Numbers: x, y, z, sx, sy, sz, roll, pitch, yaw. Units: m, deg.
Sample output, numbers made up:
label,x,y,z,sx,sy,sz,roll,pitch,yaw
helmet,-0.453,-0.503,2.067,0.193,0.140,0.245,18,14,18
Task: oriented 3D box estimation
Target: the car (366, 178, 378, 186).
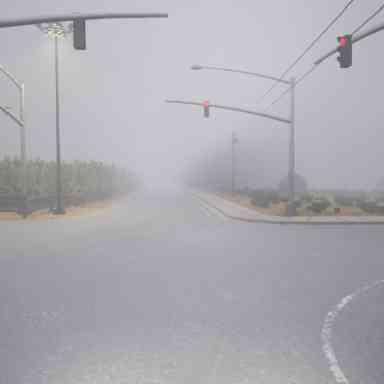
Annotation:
label,x,y,z,sx,sy,sz,roll,pitch,yaw
car,42.119,-2.293,77.605,1.905,1.878,3.866,10,10,41
